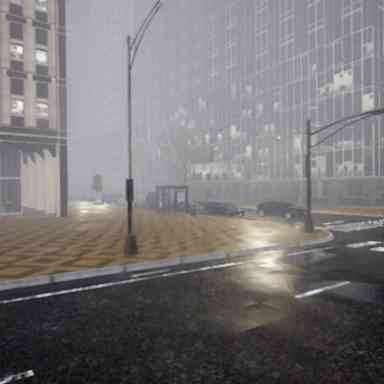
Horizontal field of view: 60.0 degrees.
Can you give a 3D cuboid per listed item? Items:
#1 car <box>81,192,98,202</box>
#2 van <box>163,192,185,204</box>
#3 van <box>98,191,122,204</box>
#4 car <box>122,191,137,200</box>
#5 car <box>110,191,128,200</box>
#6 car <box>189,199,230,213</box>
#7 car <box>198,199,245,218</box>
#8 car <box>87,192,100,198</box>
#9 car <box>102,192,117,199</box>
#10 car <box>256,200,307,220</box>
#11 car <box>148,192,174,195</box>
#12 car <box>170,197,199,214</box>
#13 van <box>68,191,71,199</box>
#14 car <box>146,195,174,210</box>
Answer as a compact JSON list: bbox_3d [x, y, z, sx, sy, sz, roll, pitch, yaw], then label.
[{"bbox_3d":[-19.513,1.112,62.425,2.008,1.369,4.403,0,1,-34],"label":"car"},{"bbox_3d":[-2.973,0.953,53.071,1.690,1.788,3.998,0,1,-34],"label":"van"},{"bbox_3d":[-13.098,1.008,53.037,1.690,1.788,3.998,0,1,-34],"label":"van"},{"bbox_3d":[-12.593,1.035,67.152,1.802,1.307,4.206,0,1,-34],"label":"car"},{"bbox_3d":[-15.800,0.715,71.842,2.192,1.841,5.009,0,1,-34],"label":"car"},{"bbox_3d":[1.835,1.440,35.763,1.895,1.301,4.718,-1,1,-34],"label":"car"},{"bbox_3d":[2.827,1.492,29.504,1.947,1.339,4.313,0,1,-34],"label":"car"},{"bbox_3d":[-25.420,0.790,85.921,2.008,1.369,4.403,0,1,-34],"label":"car"},{"bbox_3d":[-19.007,0.786,76.535,1.967,1.590,4.097,0,1,-34],"label":"car"},{"bbox_3d":[7.432,1.434,27.550,1.837,1.490,4.892,-1,1,-34],"label":"car"},{"bbox_3d":[-4.167,0.965,44.551,2.150,2.045,5.566,-1,1,-34],"label":"car"},{"bbox_3d":[-0.366,1.457,34.208,1.802,1.307,4.206,0,1,-34],"label":"car"},{"bbox_3d":[-29.132,0.742,76.500,1.690,1.788,3.998,0,1,-34],"label":"van"},{"bbox_3d":[-3.524,1.389,38.933,1.947,1.339,4.313,0,1,-34],"label":"car"}]
